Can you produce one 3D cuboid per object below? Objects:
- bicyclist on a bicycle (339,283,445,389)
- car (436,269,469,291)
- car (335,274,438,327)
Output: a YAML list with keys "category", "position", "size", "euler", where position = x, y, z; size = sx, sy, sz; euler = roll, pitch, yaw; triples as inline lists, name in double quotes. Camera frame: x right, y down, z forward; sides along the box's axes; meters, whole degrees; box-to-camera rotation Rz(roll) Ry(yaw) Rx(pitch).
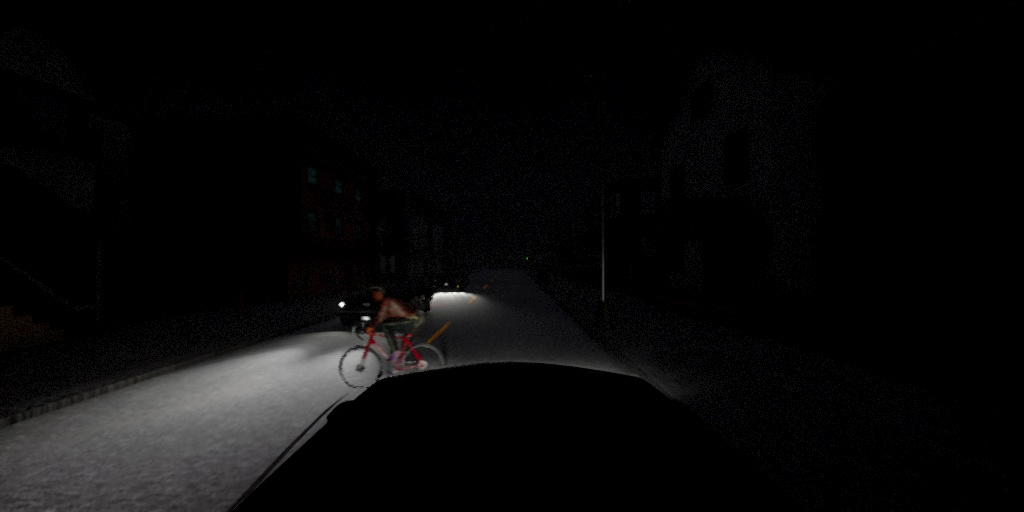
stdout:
- category: "bicyclist on a bicycle"
  position: [-1.869, 1.245, 5.527]
  size: [1.656, 1.620, 0.582]
  euler: [-2, -1, 0]
- category: "car"
  position: [-4.025, 1.563, 23.833]
  size: [1.994, 1.385, 4.181]
  euler: [0, -1, 0]
- category: "car"
  position: [-4.070, 1.469, 12.245]
  size: [1.895, 1.301, 4.718]
  euler: [0, -1, 0]
